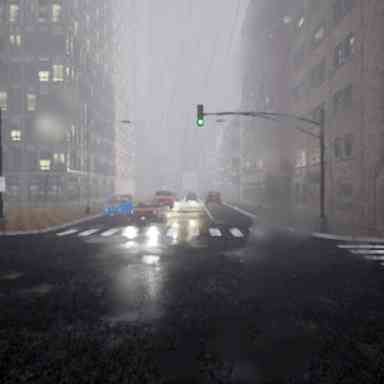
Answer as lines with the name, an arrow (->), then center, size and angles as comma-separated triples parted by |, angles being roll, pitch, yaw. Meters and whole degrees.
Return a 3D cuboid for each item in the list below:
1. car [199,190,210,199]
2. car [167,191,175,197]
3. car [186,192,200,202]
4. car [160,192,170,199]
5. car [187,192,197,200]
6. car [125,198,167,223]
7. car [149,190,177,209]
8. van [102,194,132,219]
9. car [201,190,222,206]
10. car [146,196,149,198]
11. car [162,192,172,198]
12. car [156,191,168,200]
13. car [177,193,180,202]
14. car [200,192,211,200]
car -> 2.644, 0.476, 70.341 | 2.192, 1.841, 5.009 | -1, 1, 0
car -> -5.746, 0.529, 92.541 | 2.008, 1.369, 4.403 | -1, 1, 0
car -> -0.032, 0.830, 55.013 | 1.882, 1.535, 5.008 | 0, 1, 0
car -> -5.734, 0.749, 70.169 | 1.752, 1.417, 4.829 | -1, 1, 0
car -> -0.039, 0.715, 65.435 | 1.882, 1.535, 5.008 | 0, 1, 0
car -> -3.112, 1.337, 23.463 | 1.895, 1.301, 4.718 | 0, 1, 0
car -> -3.110, 0.801, 36.823 | 2.150, 2.045, 5.566 | 0, 1, 0
van -> -5.712, 1.067, 25.932 | 1.690, 1.788, 3.998 | -1, 1, 0
car -> 2.659, 0.789, 42.589 | 2.192, 1.841, 5.009 | -1, 1, 0
car -> -5.722, 0.999, 47.967 | 1.752, 1.417, 4.829 | -1, 1, 0
car -> -5.737, 0.711, 75.890 | 2.008, 1.369, 4.403 | -1, 1, 0
car -> -5.732, 0.724, 64.787 | 1.967, 1.590, 4.097 | -1, 1, 0
car -> -3.070, 0.739, 53.897 | 2.097, 1.767, 4.553 | 0, 1, 1
car -> 2.649, 0.773, 64.793 | 2.008, 1.369, 4.403 | -1, 1, 0
